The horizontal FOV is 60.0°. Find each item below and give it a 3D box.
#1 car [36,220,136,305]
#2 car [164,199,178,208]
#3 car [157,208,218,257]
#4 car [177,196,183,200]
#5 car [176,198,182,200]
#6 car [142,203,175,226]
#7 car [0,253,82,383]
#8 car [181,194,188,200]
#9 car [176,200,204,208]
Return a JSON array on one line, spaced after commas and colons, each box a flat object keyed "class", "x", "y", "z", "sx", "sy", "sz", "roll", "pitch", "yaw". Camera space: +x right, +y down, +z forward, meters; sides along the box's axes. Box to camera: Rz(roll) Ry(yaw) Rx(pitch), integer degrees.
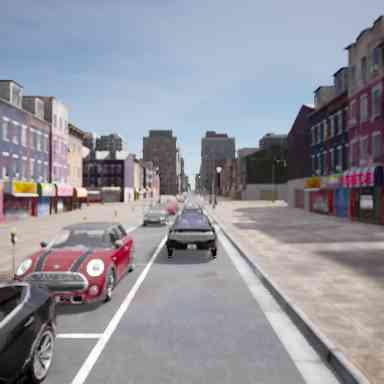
[{"class": "car", "x": -2.633, "y": 1.526, "z": 8.292, "sx": 1.967, "sy": 1.590, "sz": 4.097, "roll": 0, "pitch": -1, "yaw": 0}, {"class": "car", "x": -2.625, "y": 1.780, "z": 35.976, "sx": 1.887, "sy": 1.381, "sz": 4.507, "roll": 1, "pitch": 0, "yaw": 0}, {"class": "car", "x": 0.021, "y": 1.625, "z": 13.491, "sx": 2.128, "sy": 1.511, "sz": 4.902, "roll": 0, "pitch": 0, "yaw": 1}, {"class": "car", "x": -2.621, "y": 1.747, "z": 46.877, "sx": 1.752, "sy": 1.417, "sz": 4.829, "roll": 1, "pitch": 0, "yaw": 0}, {"class": "car", "x": -2.623, "y": 1.779, "z": 41.512, "sx": 1.887, "sy": 1.381, "sz": 4.507, "roll": 1, "pitch": 0, "yaw": 0}, {"class": "car", "x": -2.629, "y": 1.758, "z": 24.904, "sx": 2.008, "sy": 1.369, "sz": 4.403, "roll": 1, "pitch": 0, "yaw": 0}, {"class": "car", "x": -2.634, "y": 1.595, "z": 2.757, "sx": 1.947, "sy": 1.339, "sz": 4.313, "roll": 0, "pitch": -1, "yaw": 0}, {"class": "car", "x": -2.617, "y": 1.645, "z": 74.148, "sx": 2.008, "sy": 1.369, "sz": 4.403, "roll": 1, "pitch": 0, "yaw": 0}, {"class": "car", "x": 0.022, "y": 1.713, "z": 28.477, "sx": 2.128, "sy": 1.511, "sz": 4.902, "roll": 0, "pitch": 0, "yaw": 0}]
